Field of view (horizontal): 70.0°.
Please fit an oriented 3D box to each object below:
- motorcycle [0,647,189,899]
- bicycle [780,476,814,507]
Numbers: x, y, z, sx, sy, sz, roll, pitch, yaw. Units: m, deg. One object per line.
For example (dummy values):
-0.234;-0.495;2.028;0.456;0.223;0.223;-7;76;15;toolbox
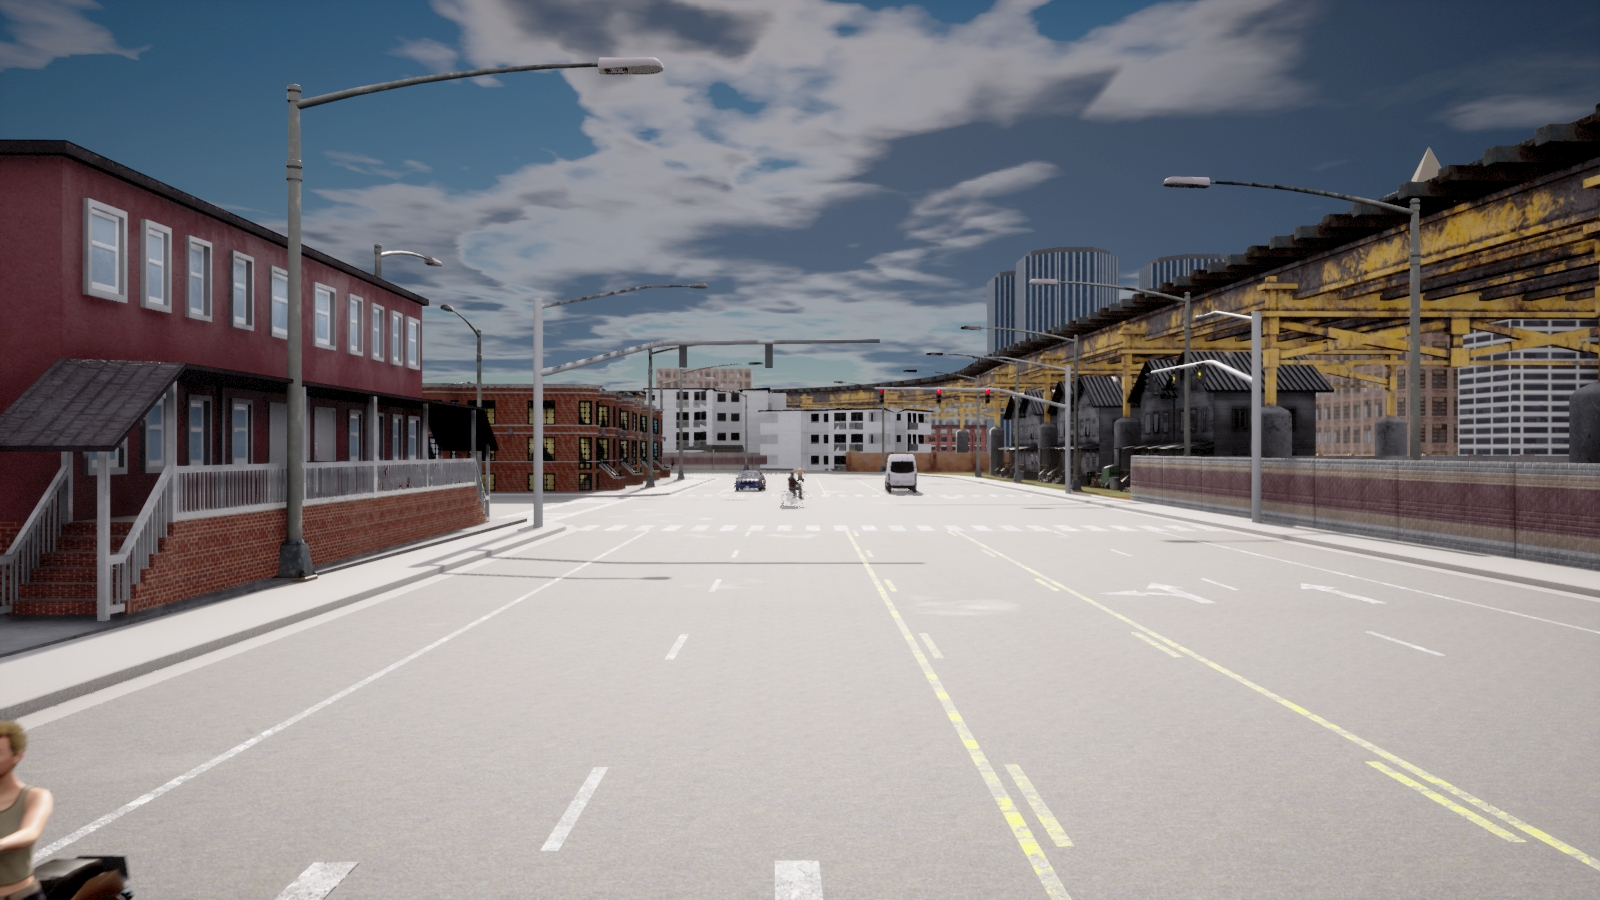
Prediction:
-3.504;1.908;4.656;0.764;1.802;2.356;0;0;0;motorcycle
-0.164;2.068;56.890;1.835;1.496;0.329;0;0;-35;bicycle
